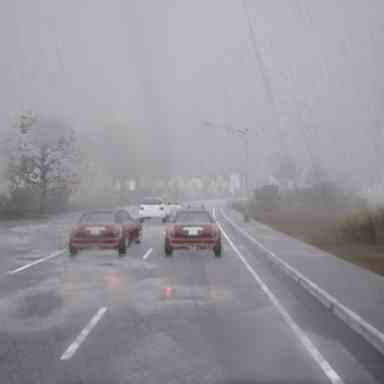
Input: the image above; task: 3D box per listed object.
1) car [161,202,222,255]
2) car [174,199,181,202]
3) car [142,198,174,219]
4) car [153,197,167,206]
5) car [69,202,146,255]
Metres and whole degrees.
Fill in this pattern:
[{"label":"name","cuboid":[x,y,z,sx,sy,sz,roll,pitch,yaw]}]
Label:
[{"label":"car","cuboid":[0.062,1.483,14.001,2.097,1.767,4.553,0,-1,1]},{"label":"car","cuboid":[-3.404,2.219,72.013,1.994,1.385,4.181,0,-1,7]},{"label":"car","cuboid":[-3.130,1.490,28.942,2.150,2.045,5.566,0,0,2]},{"label":"car","cuboid":[-6.871,2.039,72.512,2.097,1.767,4.553,0,-1,7]},{"label":"car","cuboid":[-3.437,1.483,14.043,2.097,1.767,4.553,0,-1,1]}]
